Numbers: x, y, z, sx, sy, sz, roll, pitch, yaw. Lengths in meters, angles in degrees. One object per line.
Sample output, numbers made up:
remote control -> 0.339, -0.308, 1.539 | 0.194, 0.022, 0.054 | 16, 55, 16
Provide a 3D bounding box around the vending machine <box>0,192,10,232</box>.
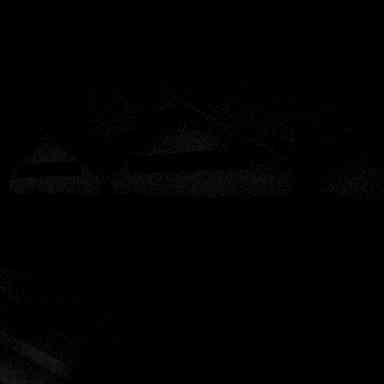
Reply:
vending machine -> -10.695, 1.075, 18.113 | 1.100, 2.100, 0.880 | 0, 0, 17
